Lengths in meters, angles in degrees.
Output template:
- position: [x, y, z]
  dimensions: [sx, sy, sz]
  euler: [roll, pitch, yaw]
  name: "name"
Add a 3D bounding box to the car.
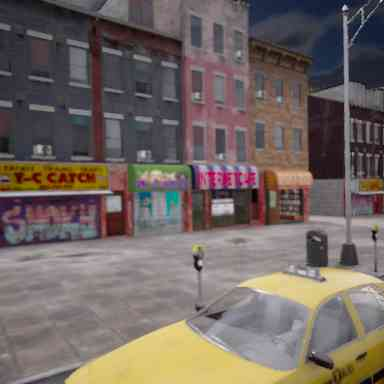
- position: [1.052, 1.523, 3.583]
  dimensions: [4.829, 1.417, 1.752]
  euler: [0, -1, -35]
  name: "car"
